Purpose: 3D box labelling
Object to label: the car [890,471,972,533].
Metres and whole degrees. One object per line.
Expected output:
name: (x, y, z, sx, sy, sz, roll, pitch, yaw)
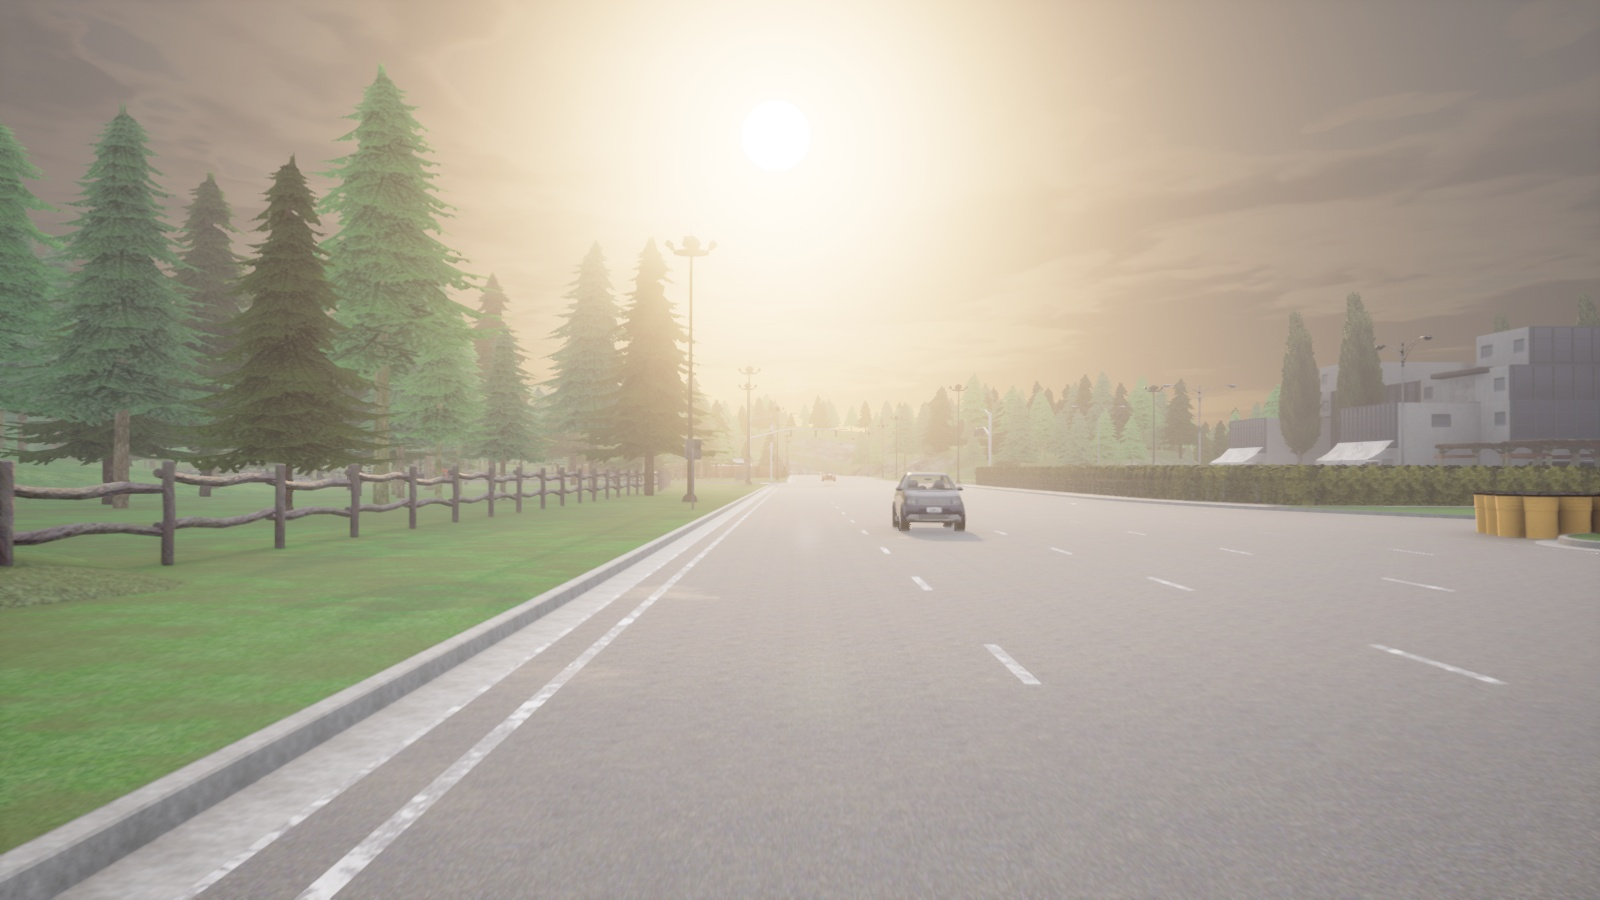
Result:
car: (3.422, 1.342, 33.470, 1.789, 1.549, 3.705, 0, -1, 0)
